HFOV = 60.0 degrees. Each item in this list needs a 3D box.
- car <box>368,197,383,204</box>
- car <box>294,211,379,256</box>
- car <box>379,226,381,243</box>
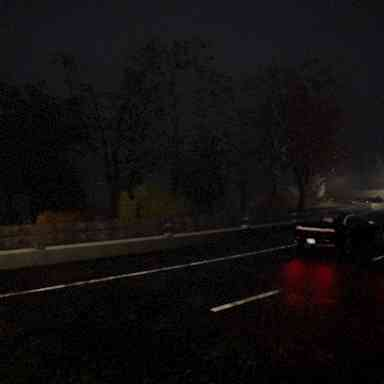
[{"bbox_3d":[38.095,1.684,69.503,2.128,1.511,4.902,0,0,10],"label":"car"},{"bbox_3d":[6.020,1.533,13.479,4.902,1.511,2.128,0,0,-43],"label":"car"},{"bbox_3d":[7.946,1.376,10.509,4.553,1.767,2.097,0,0,-42],"label":"car"}]
